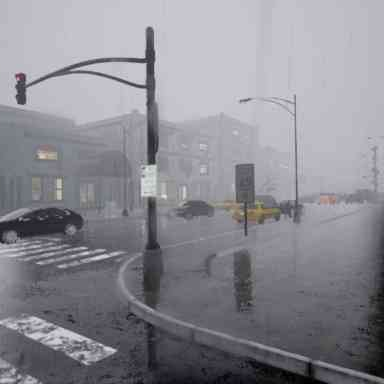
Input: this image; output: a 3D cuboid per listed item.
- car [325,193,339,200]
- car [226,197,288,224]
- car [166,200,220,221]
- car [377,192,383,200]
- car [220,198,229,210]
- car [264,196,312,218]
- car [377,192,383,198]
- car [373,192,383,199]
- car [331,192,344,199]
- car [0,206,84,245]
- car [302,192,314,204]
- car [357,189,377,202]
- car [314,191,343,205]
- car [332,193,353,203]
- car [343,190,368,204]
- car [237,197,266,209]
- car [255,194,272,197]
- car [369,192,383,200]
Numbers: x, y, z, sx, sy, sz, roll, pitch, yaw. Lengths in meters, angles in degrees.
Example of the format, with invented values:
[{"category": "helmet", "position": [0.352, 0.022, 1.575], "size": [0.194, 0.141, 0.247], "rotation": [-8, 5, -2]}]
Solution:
[{"category": "car", "position": [30.026, 0.935, 71.392], "size": [1.802, 1.307, 4.206], "rotation": [-1, 0, 36]}, {"category": "car", "position": [4.384, 1.242, 21.839], "size": [1.752, 1.417, 4.829], "rotation": [-1, 0, 36]}, {"category": "car", "position": [-0.028, 1.341, 25.621], "size": [1.812, 1.442, 4.674], "rotation": [-1, 0, 36]}, {"category": "car", "position": [33.549, 0.570, 61.988], "size": [2.192, 1.841, 5.009], "rotation": [-1, 0, 36]}, {"category": "car", "position": [3.911, 1.289, 35.443], "size": [1.752, 1.417, 4.829], "rotation": [-1, 0, 36]}, {"category": "car", "position": [7.536, 1.217, 26.178], "size": [2.008, 1.369, 4.403], "rotation": [-1, 0, 36]}, {"category": "car", "position": [43.133, 0.652, 75.166], "size": [1.887, 1.381, 4.507], "rotation": [-1, 0, 36]}, {"category": "car", "position": [40.055, 0.720, 70.942], "size": [1.947, 1.339, 4.313], "rotation": [-1, 0, 36]}, {"category": "car", "position": [33.277, 0.743, 75.868], "size": [1.967, 1.590, 4.097], "rotation": [-1, 0, 36]}, {"category": "car", "position": [-7.404, 1.439, 15.474], "size": [1.837, 1.490, 4.892], "rotation": [-1, 0, 36]}, {"category": "car", "position": [16.571, 1.115, 48.306], "size": [1.994, 1.385, 4.181], "rotation": [-1, 0, 36]}, {"category": "car", "position": [26.940, 0.576, 52.201], "size": [2.150, 2.045, 5.566], "rotation": [-1, 0, 36]}, {"category": "car", "position": [19.217, 0.845, 46.683], "size": [2.097, 1.767, 4.553], "rotation": [-1, 0, 35]}, {"category": "car", "position": [24.463, 0.901, 53.906], "size": [2.128, 1.511, 4.902], "rotation": [-1, 0, 36]}, {"category": "car", "position": [22.845, 0.924, 46.490], "size": [1.837, 1.490, 4.892], "rotation": [-1, 0, 36]}, {"category": "car", "position": [7.264, 1.293, 40.058], "size": [1.802, 1.307, 4.206], "rotation": [-1, 0, 36]}, {"category": "car", "position": [7.398, 1.050, 35.839], "size": [2.097, 1.767, 4.553], "rotation": [-1, 0, 36]}, {"category": "car", "position": [36.803, 0.770, 66.465], "size": [1.947, 1.339, 4.313], "rotation": [-1, 0, 36]}]
